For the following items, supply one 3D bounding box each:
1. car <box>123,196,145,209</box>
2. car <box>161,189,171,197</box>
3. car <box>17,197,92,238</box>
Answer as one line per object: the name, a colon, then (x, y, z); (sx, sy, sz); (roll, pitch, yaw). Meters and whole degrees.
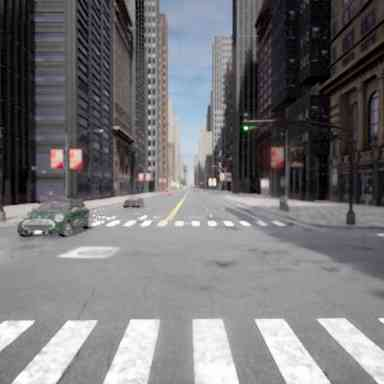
car: (-6.592, 1.154, 38.203); (2.033, 1.411, 5.357); (0, 1, 0)
car: (-6.696, 0.198, 86.725); (2.150, 2.045, 5.566); (0, 1, 0)
car: (-6.614, 1.126, 16.520); (2.097, 1.767, 4.553); (0, 0, 0)
